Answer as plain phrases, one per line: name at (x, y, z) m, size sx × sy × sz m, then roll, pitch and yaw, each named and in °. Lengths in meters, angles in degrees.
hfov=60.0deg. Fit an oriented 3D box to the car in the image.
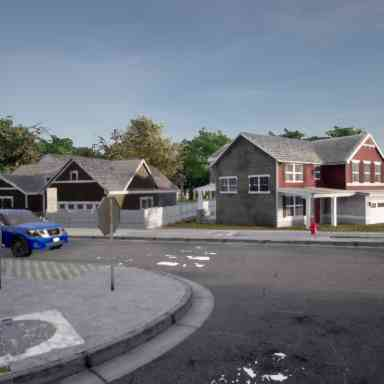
car at (-8.610, 1.838, 15.715) m, size 5.566 × 2.045 × 2.150 m, roll -2°, pitch 0°, yaw 21°
